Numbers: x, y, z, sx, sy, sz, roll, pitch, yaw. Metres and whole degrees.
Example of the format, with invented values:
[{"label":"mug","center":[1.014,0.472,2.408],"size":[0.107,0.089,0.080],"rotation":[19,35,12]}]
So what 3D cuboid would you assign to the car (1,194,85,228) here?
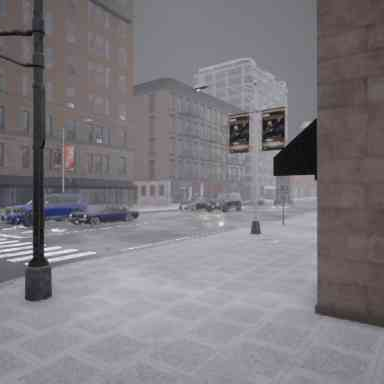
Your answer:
[{"label":"car","center":[-9.676,1.175,22.426],"size":[2.150,2.045,5.566],"rotation":[0,0,35]}]

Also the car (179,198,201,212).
[{"label":"car","center":[0.519,1.371,36.799],"size":[2.128,1.511,4.902],"rotation":[0,0,35]}]

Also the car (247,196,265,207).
[{"label":"car","center":[9.049,1.307,48.744],"size":[2.128,1.511,4.902],"rotation":[0,0,36]}]

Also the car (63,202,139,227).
[{"label":"car","center":[-5.808,1.538,22.254],"size":[1.895,1.301,4.718],"rotation":[0,0,35]}]

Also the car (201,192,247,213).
[{"label":"car","center":[3.479,1.085,35.456],"size":[2.150,2.045,5.566],"rotation":[0,1,31]}]

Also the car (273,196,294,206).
[{"label":"car","center":[13.764,1.334,49.712],"size":[1.837,1.490,4.892],"rotation":[0,0,35]}]
